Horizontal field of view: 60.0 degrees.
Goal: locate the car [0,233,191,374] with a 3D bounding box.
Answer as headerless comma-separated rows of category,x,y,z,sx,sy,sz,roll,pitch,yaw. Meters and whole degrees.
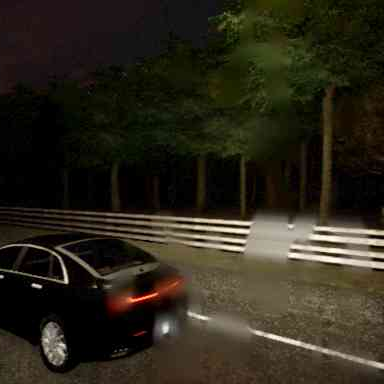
car,-2.307,1.468,5.609,4.892,1.490,1.837,0,0,35
